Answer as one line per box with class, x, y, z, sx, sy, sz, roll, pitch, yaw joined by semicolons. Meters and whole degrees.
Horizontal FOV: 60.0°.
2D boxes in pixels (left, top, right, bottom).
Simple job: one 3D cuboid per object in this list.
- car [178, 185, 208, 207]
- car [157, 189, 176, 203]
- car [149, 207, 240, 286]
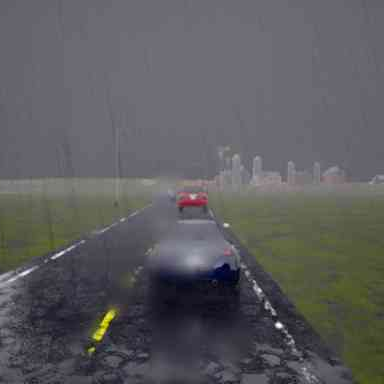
car;0.079;0.451;26.747;2.150;2.045;5.566;0;1;0
car;-2.854;0.389;37.937;1.882;1.535;5.008;0;2;0
car;0.067;1.310;8.708;1.994;1.385;4.181;0;2;0
